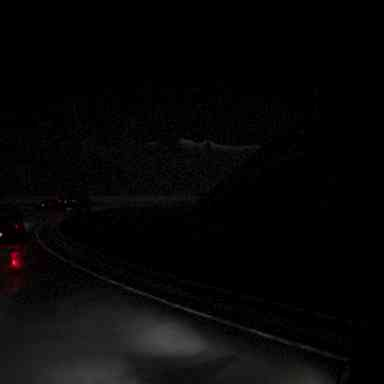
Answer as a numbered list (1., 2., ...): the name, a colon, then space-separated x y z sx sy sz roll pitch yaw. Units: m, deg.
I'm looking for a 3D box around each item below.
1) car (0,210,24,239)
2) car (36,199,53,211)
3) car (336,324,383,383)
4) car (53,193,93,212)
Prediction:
1. car: -9.325 1.545 16.384 1.895 1.301 4.718 0 0 -27
2. car: -16.555 1.474 39.360 1.994 1.385 4.181 0 0 5
3. car: 3.304 1.633 1.745 4.718 1.301 1.895 0 0 34
4. car: -13.298 1.159 38.174 2.150 2.045 5.566 0 0 4
